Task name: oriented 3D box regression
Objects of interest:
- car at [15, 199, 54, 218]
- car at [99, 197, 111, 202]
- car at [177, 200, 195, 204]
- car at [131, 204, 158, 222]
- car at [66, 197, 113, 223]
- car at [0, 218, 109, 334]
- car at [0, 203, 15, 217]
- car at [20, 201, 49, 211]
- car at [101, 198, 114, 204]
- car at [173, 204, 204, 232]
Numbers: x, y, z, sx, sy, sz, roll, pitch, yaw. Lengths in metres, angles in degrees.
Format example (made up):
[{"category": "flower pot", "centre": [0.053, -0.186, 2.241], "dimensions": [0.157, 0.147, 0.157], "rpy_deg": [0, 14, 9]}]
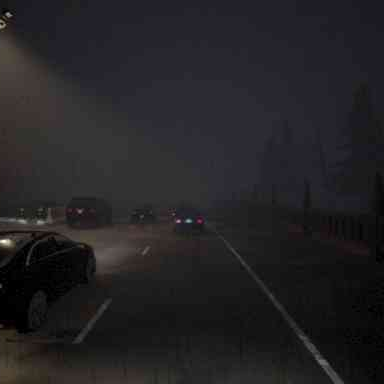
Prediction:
[{"category": "car", "centre": [-14.735, 1.573, 32.325], "dimensions": [2.097, 1.767, 4.553], "rpy_deg": [0, 0, -1]}, {"category": "car", "centre": [-22.934, 2.003, 87.963], "dimensions": [1.994, 1.385, 4.181], "rpy_deg": [0, 0, -1]}, {"category": "car", "centre": [-0.712, 1.749, 39.797], "dimensions": [1.882, 1.535, 5.008], "rpy_deg": [0, 0, -1]}, {"category": "car", "centre": [-3.928, 1.716, 27.888], "dimensions": [1.812, 1.442, 4.674], "rpy_deg": [0, 0, -1]}, {"category": "car", "centre": [-7.335, 1.387, 24.247], "dimensions": [2.150, 2.045, 5.566], "rpy_deg": [0, 0, -2]}, {"category": "car", "centre": [-3.429, 1.539, 6.826], "dimensions": [2.128, 1.511, 4.902], "rpy_deg": [0, 0, 0]}, {"category": "car", "centre": [-18.279, 1.798, 34.274], "dimensions": [1.994, 1.385, 4.181], "rpy_deg": [0, 0, -1]}, {"category": "car", "centre": [-22.056, 1.920, 46.801], "dimensions": [1.895, 1.301, 4.718], "rpy_deg": [0, 0, -1]}, {"category": "car", "centre": [-19.142, 2.106, 75.392], "dimensions": [1.895, 1.301, 4.718], "rpy_deg": [0, 0, -1]}, {"category": "car", "centre": [-0.239, 1.691, 21.003], "dimensions": [2.033, 1.411, 5.357], "rpy_deg": [0, 0, -2]}]
